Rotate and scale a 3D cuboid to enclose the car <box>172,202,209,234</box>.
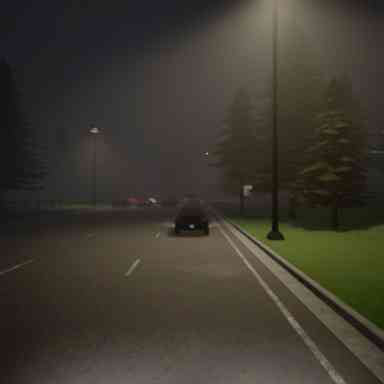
[{"bbox_3d":[-0.008,1.516,18.833,1.812,1.442,4.674,0,0,0],"label":"car"}]

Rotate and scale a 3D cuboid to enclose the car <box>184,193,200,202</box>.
[{"bbox_3d":[-0.021,1.197,49.476,2.150,2.045,5.566,0,0,0],"label":"car"}]

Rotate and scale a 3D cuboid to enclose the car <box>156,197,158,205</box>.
[{"bbox_3d":[-7.025,1.496,59.863,1.812,1.442,4.674,0,0,0],"label":"car"}]

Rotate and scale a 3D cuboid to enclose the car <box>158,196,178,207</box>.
[{"bbox_3d":[-3.521,1.539,49.861,1.994,1.385,4.181,0,0,0],"label":"car"}]

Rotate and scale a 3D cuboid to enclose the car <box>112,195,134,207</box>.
[{"bbox_3d":[-10.521,1.523,49.441,2.033,1.411,5.357,0,0,0],"label":"car"}]

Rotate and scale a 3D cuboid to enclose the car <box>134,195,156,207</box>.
[{"bbox_3d":[-7.021,1.576,49.889,1.895,1.301,4.718,0,0,0],"label":"car"}]

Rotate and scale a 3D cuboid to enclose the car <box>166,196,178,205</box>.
[{"bbox_3d":[-3.525,1.448,59.864,1.882,1.535,5.008,0,0,0],"label":"car"}]
